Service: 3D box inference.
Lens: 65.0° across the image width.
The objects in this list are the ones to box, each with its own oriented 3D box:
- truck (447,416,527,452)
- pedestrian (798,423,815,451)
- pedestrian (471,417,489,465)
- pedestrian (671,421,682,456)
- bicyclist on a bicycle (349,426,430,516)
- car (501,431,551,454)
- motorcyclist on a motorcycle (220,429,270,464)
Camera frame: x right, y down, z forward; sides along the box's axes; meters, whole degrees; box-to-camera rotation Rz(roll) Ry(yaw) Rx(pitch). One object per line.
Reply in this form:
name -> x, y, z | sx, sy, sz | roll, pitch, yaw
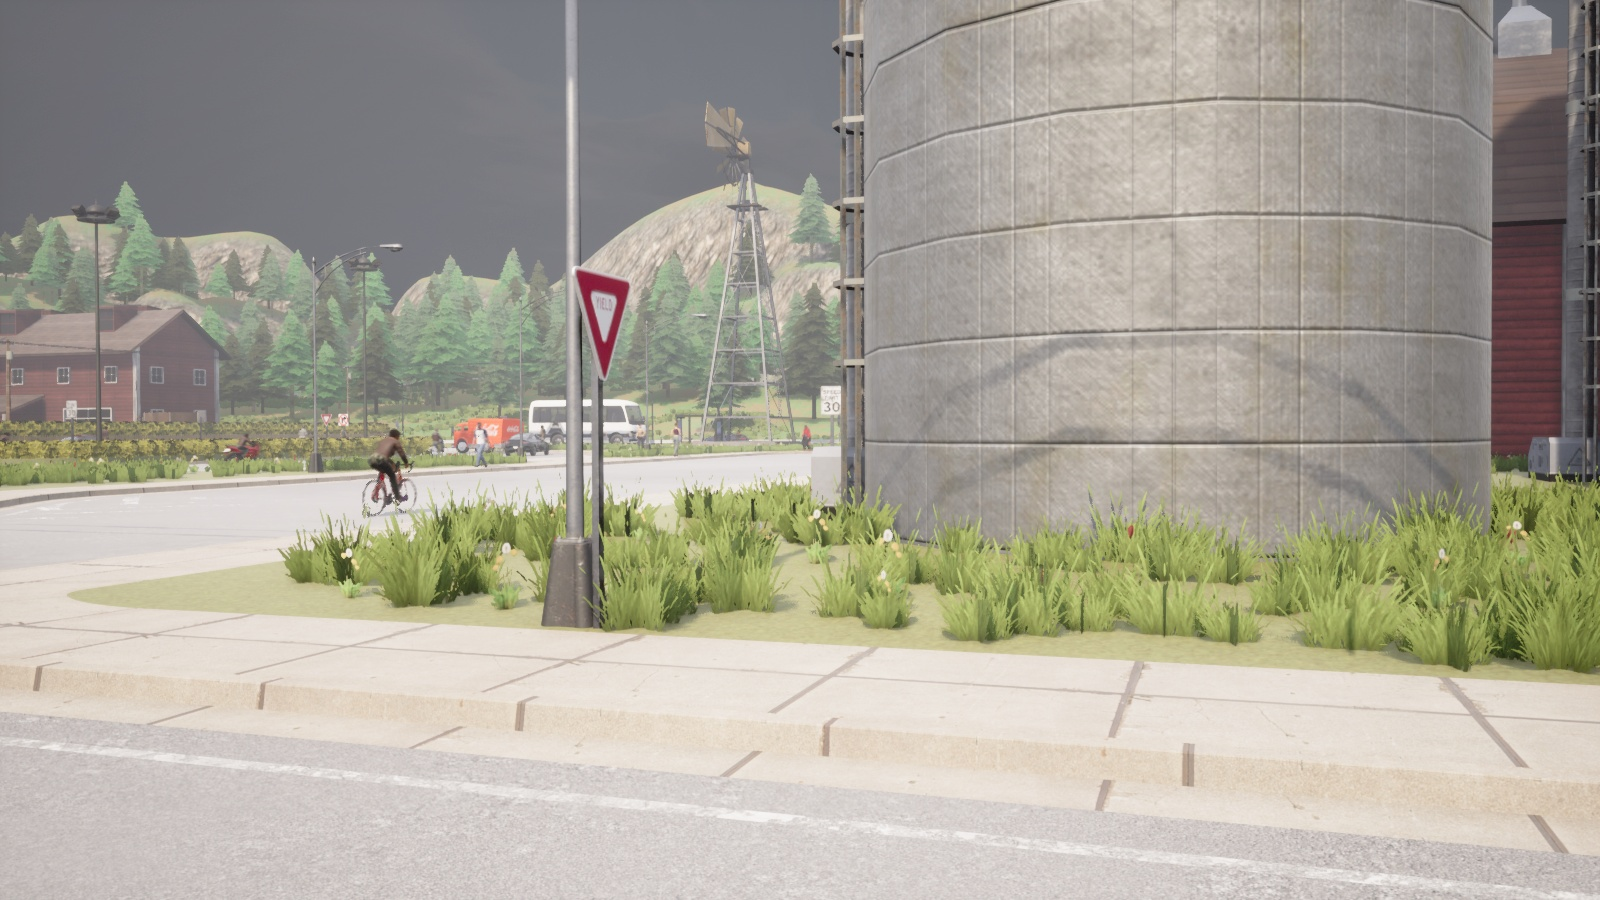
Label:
truck -> -22.243, -1.167, 89.213 | 5.204, 2.467, 2.627 | 1, 1, 31
pedestrian -> 0.435, -0.848, 83.232 | 0.899, 1.844, 0.634 | -1, 1, -39
pedestrian -> -12.351, -0.339, 48.432 | 0.354, 1.836, 0.706 | 0, 1, 17
pedestrian -> -6.642, -0.624, 67.561 | 0.345, 1.836, 0.594 | 1, 1, 25
bicyclist on a bicycle -> -7.704, 0.372, 23.649 | 0.582, 1.620, 1.656 | 1, 1, 18
car -> -17.430, -0.495, 80.180 | 1.812, 1.442, 4.674 | 0, 1, 5
motorcyclist on a motorcycle -> -24.716, -0.178, 55.935 | 0.797, 1.523, 2.044 | 0, 1, 22
